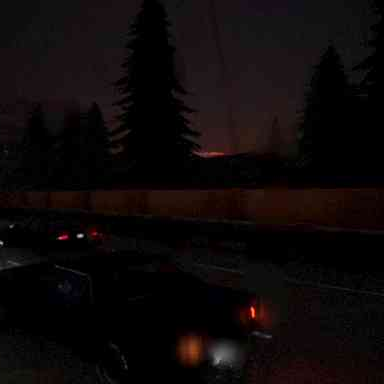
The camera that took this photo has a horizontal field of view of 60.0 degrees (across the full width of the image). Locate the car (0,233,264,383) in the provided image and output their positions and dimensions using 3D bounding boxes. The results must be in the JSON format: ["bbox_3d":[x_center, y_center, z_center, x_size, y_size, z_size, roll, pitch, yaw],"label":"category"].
[{"bbox_3d":[-1.429,1.617,5.216,4.718,1.301,1.895,0,0,37],"label":"car"}]

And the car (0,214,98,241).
[{"bbox_3d":[-5.804,1.592,13.284,5.357,1.411,2.033,0,0,41],"label":"car"}]
